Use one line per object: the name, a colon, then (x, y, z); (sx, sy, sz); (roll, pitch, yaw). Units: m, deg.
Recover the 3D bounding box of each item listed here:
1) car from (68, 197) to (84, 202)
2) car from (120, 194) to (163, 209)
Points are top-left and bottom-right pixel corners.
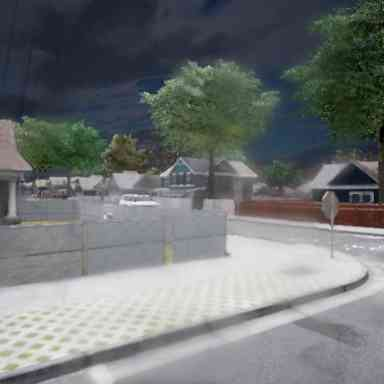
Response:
car: (-16.654, 1.467, 47.717); (1.882, 1.535, 5.008); (1, -1, -35)
car: (-4.754, 1.248, 30.548); (2.150, 2.045, 5.566); (1, 0, -35)
